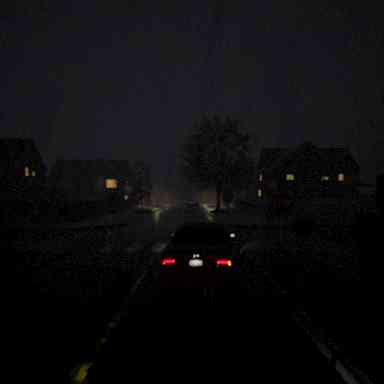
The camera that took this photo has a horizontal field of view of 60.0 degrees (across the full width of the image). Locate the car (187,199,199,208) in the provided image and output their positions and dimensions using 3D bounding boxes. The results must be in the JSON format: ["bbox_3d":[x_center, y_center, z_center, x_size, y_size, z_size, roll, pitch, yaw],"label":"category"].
[{"bbox_3d":[0.151,1.914,55.531,2.128,1.511,4.902,0,-1,0],"label":"car"}]

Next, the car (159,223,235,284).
[{"bbox_3d":[0.287,1.608,9.765,2.033,1.411,5.357,0,0,5],"label":"car"}]

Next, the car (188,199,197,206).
[{"bbox_3d":[0.095,2.192,71.641,1.895,1.301,4.718,0,-1,0],"label":"car"}]
